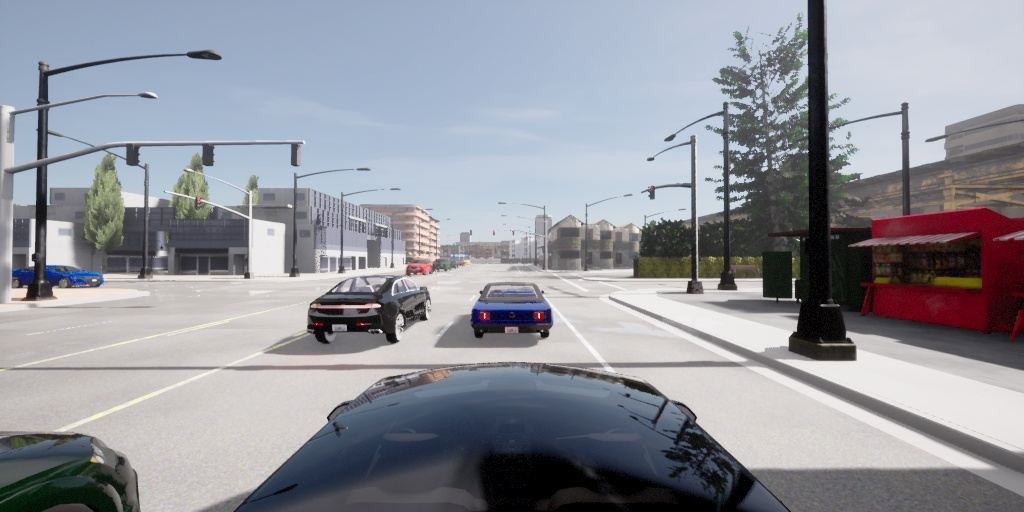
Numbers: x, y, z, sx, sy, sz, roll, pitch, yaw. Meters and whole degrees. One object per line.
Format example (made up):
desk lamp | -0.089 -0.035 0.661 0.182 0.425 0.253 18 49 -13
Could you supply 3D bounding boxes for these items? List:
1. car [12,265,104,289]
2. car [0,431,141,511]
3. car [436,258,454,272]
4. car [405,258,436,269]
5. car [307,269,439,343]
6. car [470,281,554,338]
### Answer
car | -29.746 1.316 23.405 5.008 1.535 1.882 0 -1 0
car | -3.373 1.314 0.538 1.994 1.385 4.181 0 0 -1
car | -11.138 1.396 56.880 2.150 2.045 5.566 0 0 0
car | -10.982 1.297 42.601 2.150 2.045 5.566 0 0 -1
car | -3.511 1.257 9.707 2.128 1.511 4.902 0 0 0
car | -0.010 1.365 10.185 1.895 1.301 4.718 0 0 0
